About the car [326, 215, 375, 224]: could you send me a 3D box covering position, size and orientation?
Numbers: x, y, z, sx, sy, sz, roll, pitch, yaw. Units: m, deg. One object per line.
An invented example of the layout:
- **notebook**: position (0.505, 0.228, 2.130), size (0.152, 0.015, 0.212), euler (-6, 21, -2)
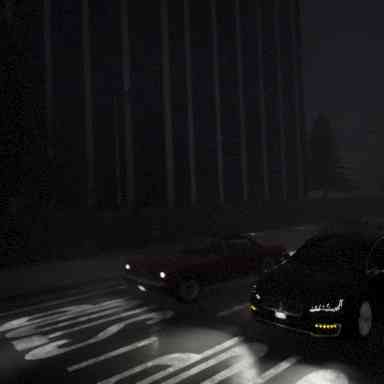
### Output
- **car**: position (7.166, 1.737, 14.980), size (4.181, 1.385, 1.994), euler (-1, -2, -41)

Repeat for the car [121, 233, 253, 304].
- **car**: position (0.506, 1.872, 9.101), size (4.718, 1.301, 1.895), euler (-1, -2, -41)

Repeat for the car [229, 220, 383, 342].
- **car**: position (3.184, 1.600, 6.809), size (4.892, 1.490, 1.837), euler (-2, -1, -41)
